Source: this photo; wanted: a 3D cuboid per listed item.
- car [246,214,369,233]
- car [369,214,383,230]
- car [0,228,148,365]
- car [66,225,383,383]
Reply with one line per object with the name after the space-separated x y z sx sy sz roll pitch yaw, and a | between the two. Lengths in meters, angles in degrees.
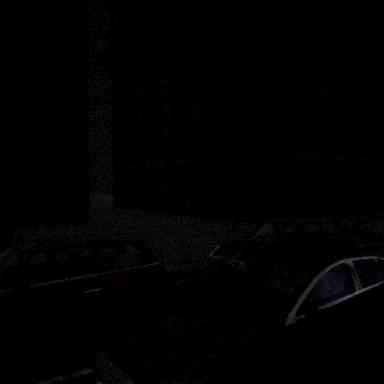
2.314 1.392 8.304 4.097 1.590 1.967 -1 0 -35 | car
6.932 1.463 11.596 4.403 1.369 2.008 0 0 -35 | car
-2.303 1.434 5.012 4.097 1.590 1.967 -1 0 -35 | car
1.245 1.467 4.266 4.902 1.511 2.128 -1 0 -35 | car
